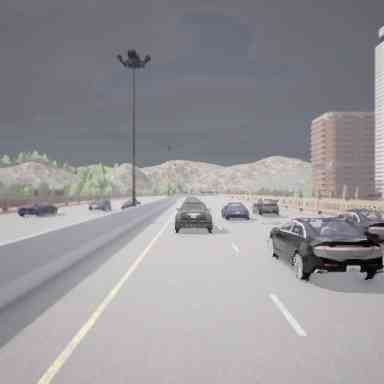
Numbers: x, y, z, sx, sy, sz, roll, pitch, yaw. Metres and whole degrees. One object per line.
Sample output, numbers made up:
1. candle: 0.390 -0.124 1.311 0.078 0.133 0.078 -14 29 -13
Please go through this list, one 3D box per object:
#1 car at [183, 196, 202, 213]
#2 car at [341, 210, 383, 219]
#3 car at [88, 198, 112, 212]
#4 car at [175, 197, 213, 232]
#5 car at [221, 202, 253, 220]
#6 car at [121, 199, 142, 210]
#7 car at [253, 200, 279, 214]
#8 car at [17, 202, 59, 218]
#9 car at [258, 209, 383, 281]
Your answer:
1. car: -0.008 1.354 38.150 2.097 1.767 4.553 0 0 -1
2. car: 7.094 1.493 14.067 2.128 1.511 4.902 0 0 0
3. car: -10.709 1.493 38.949 2.128 1.511 4.902 0 0 -1
4. car: 0.093 1.353 20.177 2.097 1.767 4.553 0 0 0
5. car: 3.587 1.565 28.160 1.994 1.385 4.181 0 0 0
6. car: -7.230 1.565 40.253 1.994 1.385 4.181 0 0 -1
7. car: 7.065 1.493 32.317 2.128 1.511 4.902 0 0 0
8. car: -14.127 1.601 30.707 1.895 1.301 4.718 0 0 0
9. car: 3.596 1.492 9.839 2.128 1.511 4.902 0 0 0
